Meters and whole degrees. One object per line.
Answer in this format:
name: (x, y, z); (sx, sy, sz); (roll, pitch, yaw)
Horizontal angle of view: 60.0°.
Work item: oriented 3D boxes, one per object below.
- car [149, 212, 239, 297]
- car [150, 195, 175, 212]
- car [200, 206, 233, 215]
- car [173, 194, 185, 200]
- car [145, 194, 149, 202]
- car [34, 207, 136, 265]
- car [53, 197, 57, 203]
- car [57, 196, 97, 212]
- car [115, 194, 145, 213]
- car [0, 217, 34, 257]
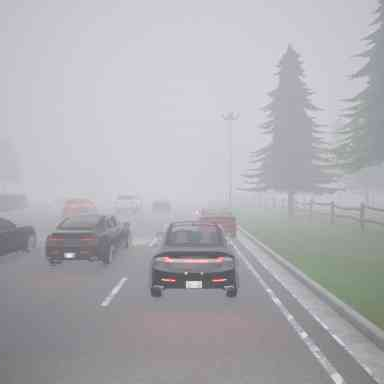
car: (0.053, 1.492, 8.547); (2.128, 1.511, 4.902); (0, 0, 0)
car: (-3.396, 1.477, 38.507); (1.882, 1.535, 5.008); (0, 0, 0)
car: (1.227, 1.478, 17.888); (1.882, 1.535, 5.008); (0, 0, 0)
car: (-3.488, 1.525, 90.409); (2.128, 1.511, 4.902); (0, 0, 0)
car: (-10.392, 1.477, 65.865); (1.882, 1.535, 5.008); (0, 0, 0)
car: (-3.398, 1.505, 11.656); (1.837, 1.490, 4.892); (0, 0, 0)
car: (-26.445, 1.507, 66.870); (2.128, 1.511, 4.902); (0, 0, -35)
car: (-10.395, 1.352, 30.998); (2.097, 1.767, 4.553); (0, 0, 0)
car: (-6.893, 1.221, 36.455); (2.150, 2.045, 5.566); (0, 0, 0)
car: (-6.898, 1.477, 10.767); (1.882, 1.535, 5.008); (0, 0, 0)
